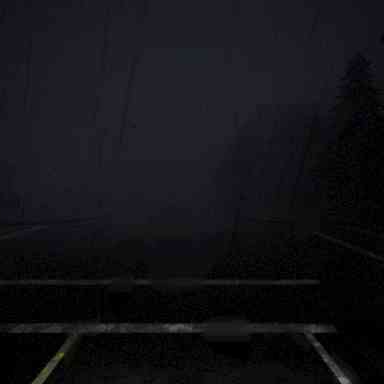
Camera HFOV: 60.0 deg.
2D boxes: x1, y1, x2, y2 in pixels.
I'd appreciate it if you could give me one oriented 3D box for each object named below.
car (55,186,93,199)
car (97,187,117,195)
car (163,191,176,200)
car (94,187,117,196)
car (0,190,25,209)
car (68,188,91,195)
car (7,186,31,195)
[{"bbox_3d":[-17.252,0.114,48.204,4.605,1.855,1.932,0,1,0],"label":"car"},{"bbox_3d":[-17.991,-0.208,70.319,3.806,1.475,1.970,0,1,0],"label":"car"},{"bbox_3d":[-3.502,0.468,52.708,2.033,1.411,5.357,0,1,0],"label":"car"},{"bbox_3d":[-17.667,-0.154,63.901,5.027,1.636,2.152,0,1,0],"label":"car"},{"bbox_3d":[-17.387,0.774,29.630,3.633,1.501,1.845,0,1,0],"label":"car"},{"bbox_3d":[-25.041,-0.218,73.981,4.514,1.523,2.007,0,1,0],"label":"car"},{"bbox_3d":[-35.051,-0.275,67.036,4.605,1.855,1.932,0,1,0],"label":"car"}]
